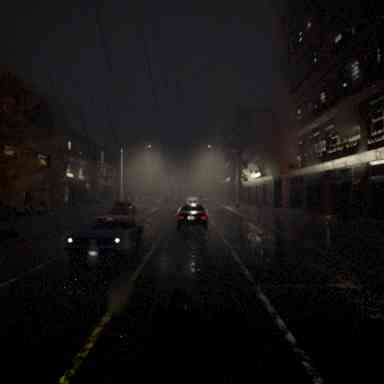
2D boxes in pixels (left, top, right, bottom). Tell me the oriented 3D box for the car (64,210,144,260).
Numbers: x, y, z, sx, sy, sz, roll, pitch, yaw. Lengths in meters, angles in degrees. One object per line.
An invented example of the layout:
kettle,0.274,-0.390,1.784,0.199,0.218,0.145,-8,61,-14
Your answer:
car,-3.009,1.550,12.328,1.895,1.301,4.718,0,0,0

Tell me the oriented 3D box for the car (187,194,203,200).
car,0.065,1.367,44.510,2.033,1.411,5.357,0,0,0

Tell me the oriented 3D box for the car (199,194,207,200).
car,2.647,1.268,79.346,1.802,1.307,4.206,1,0,0

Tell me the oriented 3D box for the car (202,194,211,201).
car,2.659,1.275,62.457,1.752,1.417,4.829,1,0,0

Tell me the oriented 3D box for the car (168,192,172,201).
car,-5.725,1.295,67.907,1.947,1.339,4.313,1,0,0

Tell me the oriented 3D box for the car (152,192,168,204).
car,-5.715,1.213,56.532,1.967,1.590,4.097,1,0,0

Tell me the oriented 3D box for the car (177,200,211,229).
car,0.033,1.462,21.018,2.033,1.411,5.357,0,0,1

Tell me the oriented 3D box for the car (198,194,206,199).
car,2.640,1.188,90.720,1.887,1.381,4.507,1,0,0

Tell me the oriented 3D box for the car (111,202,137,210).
car,-5.697,1.468,28.100,1.802,1.307,4.206,1,0,0

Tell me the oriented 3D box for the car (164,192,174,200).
car,-5.732,0.980,84.965,2.192,1.841,5.009,1,0,0

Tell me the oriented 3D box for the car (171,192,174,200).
car,-5.727,1.147,73.593,1.967,1.590,4.097,1,0,0
